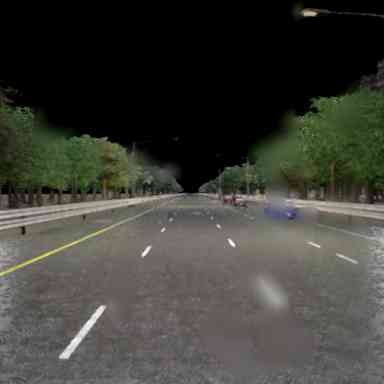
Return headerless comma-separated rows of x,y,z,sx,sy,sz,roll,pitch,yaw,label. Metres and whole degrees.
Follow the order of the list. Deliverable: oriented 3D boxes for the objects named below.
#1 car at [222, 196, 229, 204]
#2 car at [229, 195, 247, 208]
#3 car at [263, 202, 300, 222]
7.076,1.561,66.081,1.882,1.535,5.008,0,0,0,car
7.056,1.589,50.073,1.812,1.442,4.674,0,0,0,car
7.028,1.530,26.570,1.882,1.535,5.008,0,0,0,car
